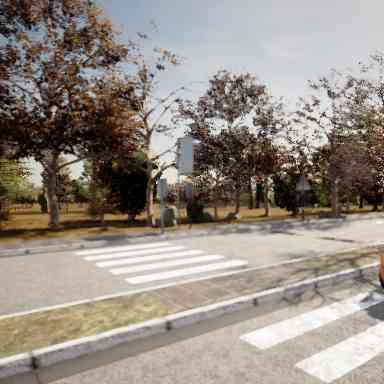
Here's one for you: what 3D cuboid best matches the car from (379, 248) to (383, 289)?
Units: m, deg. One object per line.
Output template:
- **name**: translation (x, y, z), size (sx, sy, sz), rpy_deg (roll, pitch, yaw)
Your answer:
- **car**: translation (6.312, 1.321, 7.632), size (4.553, 1.767, 2.097), rpy_deg (0, 0, -35)
